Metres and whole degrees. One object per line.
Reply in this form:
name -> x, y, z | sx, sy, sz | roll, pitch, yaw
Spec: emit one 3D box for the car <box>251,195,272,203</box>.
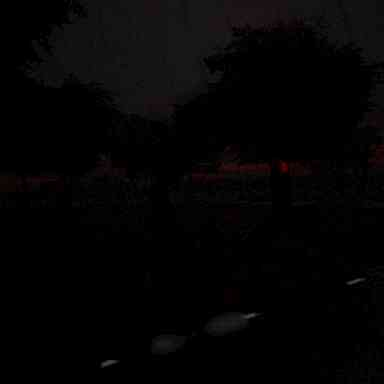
car -> 12.649, 1.236, 58.815 | 2.033, 1.411, 5.357 | -4, 1, -29
